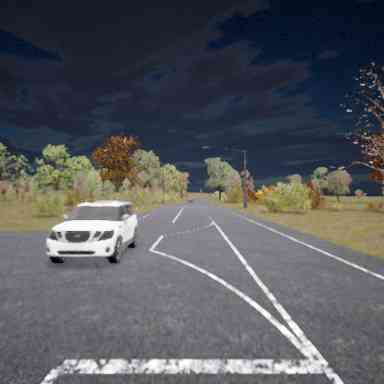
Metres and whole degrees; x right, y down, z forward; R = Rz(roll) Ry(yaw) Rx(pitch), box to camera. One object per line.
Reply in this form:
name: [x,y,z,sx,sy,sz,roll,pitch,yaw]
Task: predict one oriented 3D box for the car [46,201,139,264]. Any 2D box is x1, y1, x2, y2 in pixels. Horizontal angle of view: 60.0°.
car: [-3.457,1.369,12.730,2.150,2.045,5.566,0,-1,0]
